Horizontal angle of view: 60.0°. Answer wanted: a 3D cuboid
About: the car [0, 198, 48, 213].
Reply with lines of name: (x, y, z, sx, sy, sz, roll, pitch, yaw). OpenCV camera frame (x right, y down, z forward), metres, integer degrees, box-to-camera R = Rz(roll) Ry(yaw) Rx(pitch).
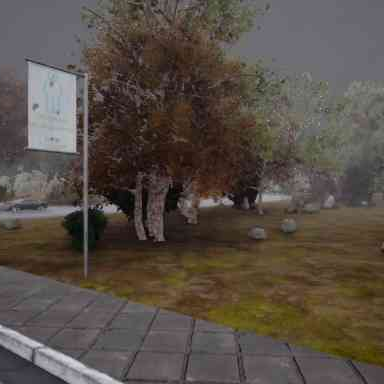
car: (-19.026, 1.501, 37.867, 1.837, 1.490, 4.892, 0, 0, 38)
